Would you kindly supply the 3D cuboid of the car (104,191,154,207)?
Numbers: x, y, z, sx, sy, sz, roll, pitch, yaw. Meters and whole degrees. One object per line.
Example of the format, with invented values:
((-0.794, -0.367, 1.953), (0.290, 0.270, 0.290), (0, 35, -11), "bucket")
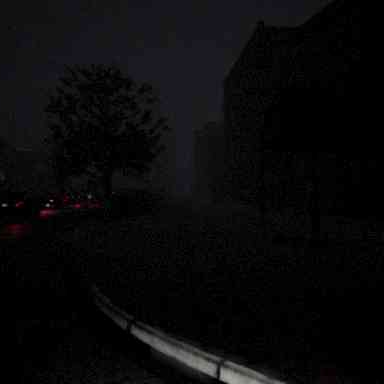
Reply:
((-7.039, 0.949, 36.877), (4.892, 1.521, 2.231), (0, 1, -6), "car")

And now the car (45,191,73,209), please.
((-14.645, 1.024, 35.679), (1.837, 1.490, 4.892), (0, 1, -6), "car")

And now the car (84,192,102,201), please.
((-16.476, 0.643, 55.525), (1.895, 1.301, 4.718), (0, 2, -2), "car")

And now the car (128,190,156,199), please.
((-8.825, 0.448, 58.570), (4.674, 1.452, 2.002), (0, 2, -2), "car")

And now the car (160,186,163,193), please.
((-9.153, 0.025, 72.339), (4.792, 1.488, 2.163), (0, 2, 1), "car")

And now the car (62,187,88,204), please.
((-15.724, 0.644, 45.628), (2.097, 1.767, 4.553), (0, 1, -5), "car")

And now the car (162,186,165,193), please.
((-9.063, -0.410, 77.795), (5.566, 2.045, 2.435), (0, 1, 2), "car")

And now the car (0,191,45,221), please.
((-12.969, 0.960, 24.794), (2.150, 2.045, 5.566), (0, 1, -11), "car")

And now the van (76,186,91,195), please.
((-25.549, -0.304, 78.384), (1.878, 1.987, 4.442), (0, 1, 3), "van")

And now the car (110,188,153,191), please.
((-7.271, 0.761, 39.619), (4.553, 1.767, 2.185), (0, 1, -6), "car")

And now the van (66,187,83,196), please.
((-25.666, -0.156, 72.848), (1.878, 1.987, 4.442), (0, 1, 1), "van")

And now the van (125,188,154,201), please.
((-8.398, 0.331, 53.120), (4.442, 1.987, 1.878), (0, 2, -4), "van")

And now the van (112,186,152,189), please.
((-7.689, 0.599, 42.345), (4.442, 1.987, 1.878), (0, 1, -6), "van")

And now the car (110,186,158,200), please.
((-7.819, 0.510, 45.089), (5.566, 2.045, 2.435), (0, 1, -5), "car")

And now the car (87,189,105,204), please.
((-12.759, 0.775, 46.173), (1.837, 1.490, 4.892), (0, 1, -5), "car")

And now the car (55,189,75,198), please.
((-25.681, 0.258, 67.397), (2.163, 1.488, 4.792), (0, 2, 0), "car")

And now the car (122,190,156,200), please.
((-8.870, 0.481, 55.834), (5.366, 1.575, 1.946), (0, 2, -3), "car")

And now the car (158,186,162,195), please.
((-9.096, 0.169, 66.753), (4.892, 1.521, 2.231), (0, 2, -1), "car")
